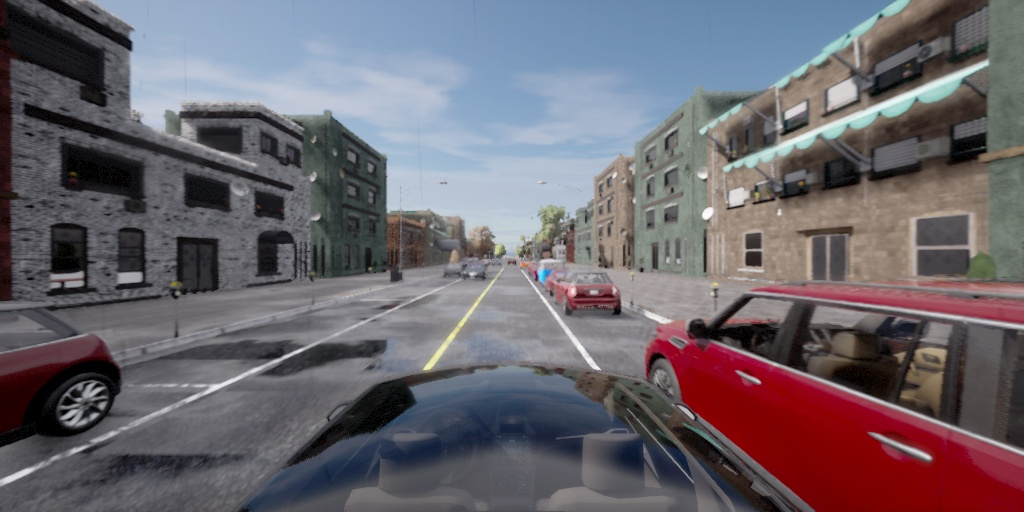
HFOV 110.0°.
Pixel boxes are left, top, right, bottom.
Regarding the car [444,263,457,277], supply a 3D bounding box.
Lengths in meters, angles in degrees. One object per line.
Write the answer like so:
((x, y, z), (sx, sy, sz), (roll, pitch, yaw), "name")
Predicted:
((-5.698, 1.379, 35.820), (2.007, 1.370, 4.403), (0, 0, 0), "car")

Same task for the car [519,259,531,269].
((2.369, 1.235, 59.269), (2.097, 1.767, 4.553), (0, 0, 0), "car")

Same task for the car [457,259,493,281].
((-3.104, 1.309, 30.960), (2.128, 1.511, 4.902), (0, 0, 0), "car")

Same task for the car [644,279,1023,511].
((2.692, 1.067, 2.534), (2.192, 1.841, 5.009), (0, 0, 0), "car")

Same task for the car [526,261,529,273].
((2.682, 1.411, 35.824), (1.802, 1.307, 4.207), (0, 0, 0), "car")

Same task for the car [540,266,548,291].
((2.688, 1.373, 19.179), (1.802, 1.307, 4.207), (0, 0, 0), "car")

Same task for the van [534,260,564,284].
((2.686, 1.144, 24.728), (1.690, 1.789, 3.998), (0, 0, 0), "van")

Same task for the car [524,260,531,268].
((2.681, 1.424, 41.373), (1.802, 1.307, 4.207), (0, 0, 0), "car")

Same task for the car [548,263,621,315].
((2.689, 1.218, 13.631), (1.967, 1.591, 4.097), (0, 0, 0), "car")

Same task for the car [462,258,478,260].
((-5.701, 1.168, 46.916), (2.192, 1.841, 5.009), (0, 0, 0), "car")

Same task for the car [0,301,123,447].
((-5.688, 1.192, 2.529), (1.967, 1.591, 4.097), (0, 0, 0), "car")

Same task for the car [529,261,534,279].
((2.685, 1.361, 30.276), (1.888, 1.381, 4.507), (0, 0, 0), "car")
